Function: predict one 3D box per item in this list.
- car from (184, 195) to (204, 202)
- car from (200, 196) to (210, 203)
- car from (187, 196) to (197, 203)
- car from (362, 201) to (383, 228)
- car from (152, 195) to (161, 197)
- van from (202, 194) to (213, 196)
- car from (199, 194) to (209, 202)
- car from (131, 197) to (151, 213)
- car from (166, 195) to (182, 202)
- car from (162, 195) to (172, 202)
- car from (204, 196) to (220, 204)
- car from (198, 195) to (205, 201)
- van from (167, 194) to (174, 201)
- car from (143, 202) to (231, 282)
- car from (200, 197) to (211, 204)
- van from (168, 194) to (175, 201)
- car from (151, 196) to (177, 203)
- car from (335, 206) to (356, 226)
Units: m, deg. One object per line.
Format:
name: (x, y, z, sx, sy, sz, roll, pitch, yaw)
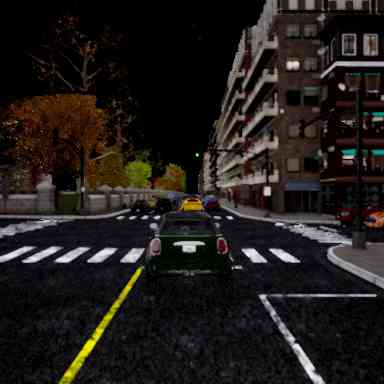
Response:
car: (0.098, 1.496, 38.496, 1.882, 1.535, 5.008, 0, 0, 0)
car: (2.691, 1.609, 70.997, 1.887, 1.381, 4.507, 0, 0, 0)
car: (0.001, 1.622, 73.429, 1.994, 1.385, 4.181, 0, 0, 0)
car: (14.200, 1.647, 22.307, 4.553, 1.767, 2.097, 1, 0, 0)
car: (-5.688, 1.554, 48.307, 1.752, 1.417, 4.829, 0, 0, 0)
van: (2.693, 1.371, 48.477, 1.690, 1.788, 3.998, 0, 0, 0)
car: (2.692, 1.390, 76.628, 2.192, 1.841, 5.009, 0, 0, 0)
car: (-5.688, 1.583, 37.216, 1.947, 1.339, 4.313, 0, 0, 0)
car: (-3.052, 1.585, 54.005, 2.033, 1.411, 5.357, 0, 0, 1)
car: (-5.688, 1.515, 76.627, 1.967, 1.590, 4.097, 0, 0, 0)
car: (2.692, 1.568, 42.846, 1.887, 1.381, 4.507, 0, 0, 0)
car: (2.691, 1.553, 93.517, 1.967, 1.590, 4.097, 0, 0, 0)
van: (-5.690, 1.440, 87.888, 1.690, 1.788, 3.998, 0, 0, 0)
car: (-0.196, 1.353, 9.944, 2.097, 1.767, 4.553, 0, 0, -4)
car: (2.691, 1.606, 65.368, 2.008, 1.369, 4.403, 0, 0, 0)
van: (-5.689, 1.454, 93.517, 1.690, 1.788, 3.998, 0, 0, 0)
car: (-3.091, 1.495, 37.413, 1.882, 1.535, 5.008, 0, 0, 0)
car: (13.466, 1.606, 24.894, 5.009, 1.841, 2.192, 1, -1, -1)
